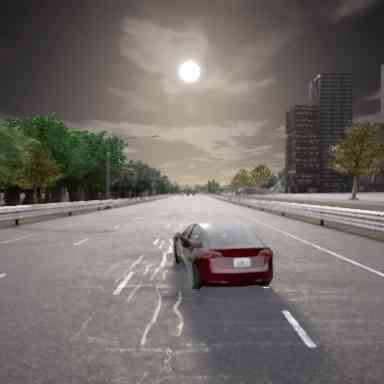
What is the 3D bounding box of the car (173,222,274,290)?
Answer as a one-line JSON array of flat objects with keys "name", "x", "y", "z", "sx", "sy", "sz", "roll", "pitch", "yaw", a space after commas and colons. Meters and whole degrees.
[{"name": "car", "x": 0.656, "y": 1.554, "z": 9.400, "sx": 2.163, "sy": 1.488, "sz": 4.792, "roll": 0, "pitch": 0, "yaw": -10}]
